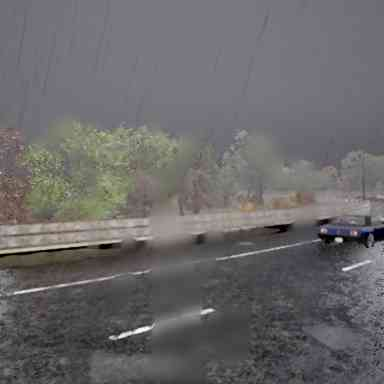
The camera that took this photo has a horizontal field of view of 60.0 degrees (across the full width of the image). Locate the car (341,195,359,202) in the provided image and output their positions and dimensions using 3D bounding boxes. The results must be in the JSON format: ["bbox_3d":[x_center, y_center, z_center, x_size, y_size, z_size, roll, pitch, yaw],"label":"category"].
[{"bbox_3d":[40.081,1.539,85.311,2.097,1.767,4.553,0,0,2],"label":"car"}]

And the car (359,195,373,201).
[{"bbox_3d":[43.575,1.538,85.105,2.097,1.767,4.553,0,0,2],"label":"car"}]

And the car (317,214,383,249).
[{"bbox_3d":[7.576,1.659,15.022,4.718,1.301,1.895,0,0,-43],"label":"car"}]
